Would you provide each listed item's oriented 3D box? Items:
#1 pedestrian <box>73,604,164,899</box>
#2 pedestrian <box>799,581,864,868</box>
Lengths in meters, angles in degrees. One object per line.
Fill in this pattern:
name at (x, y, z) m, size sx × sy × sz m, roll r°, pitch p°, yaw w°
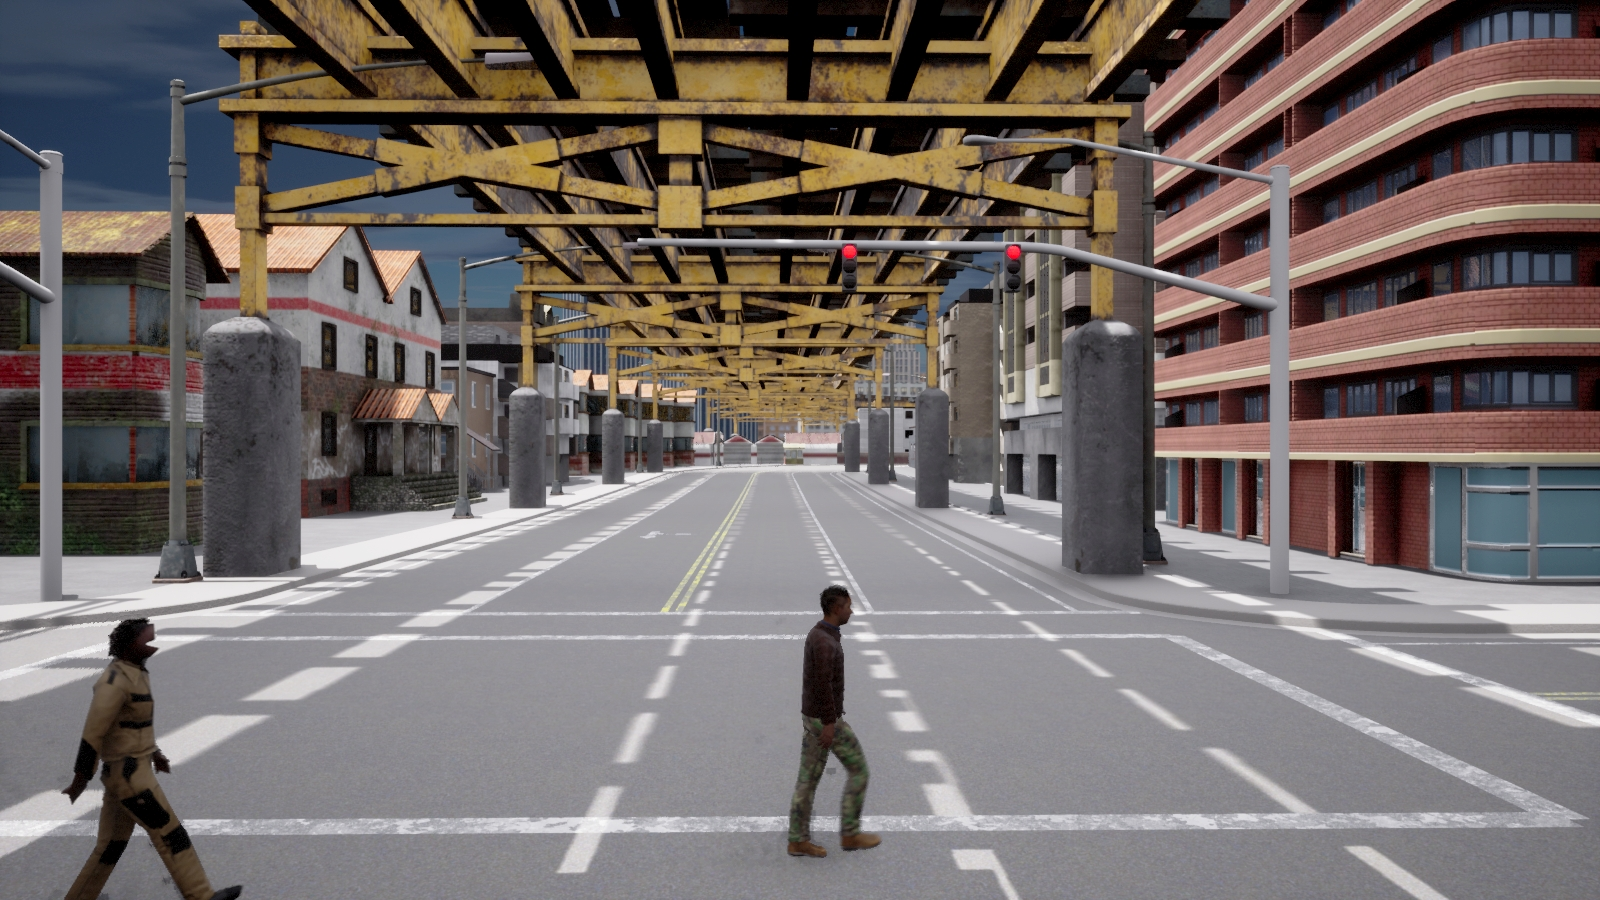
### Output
pedestrian at (-3.915, 1.848, 6.579) m, size 0.375 × 1.860 × 0.375 m, roll 0°, pitch 0°, yaw -18°
pedestrian at (0.213, 1.848, 7.808) m, size 0.375 × 1.860 × 0.375 m, roll 0°, pitch 0°, yaw -10°
